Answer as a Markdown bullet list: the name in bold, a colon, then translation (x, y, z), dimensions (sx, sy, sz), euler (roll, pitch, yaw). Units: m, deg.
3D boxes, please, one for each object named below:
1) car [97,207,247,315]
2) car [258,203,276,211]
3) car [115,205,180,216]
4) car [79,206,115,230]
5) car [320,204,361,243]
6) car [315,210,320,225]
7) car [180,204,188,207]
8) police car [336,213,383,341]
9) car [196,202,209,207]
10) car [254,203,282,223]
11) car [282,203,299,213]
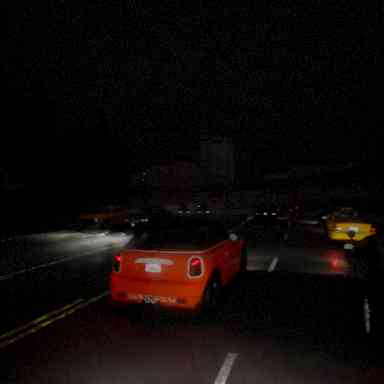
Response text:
- **car**: translation (-0.019, 1.423, 8.088), dimensions (2.097, 1.767, 4.553), euler (-1, -1, 19)
- **car**: translation (12.941, 2.649, 57.671), dimensions (1.895, 1.301, 4.718), euler (0, -3, -2)
- **car**: translation (-2.847, 1.728, 22.449), dimensions (2.128, 1.511, 4.902), euler (-1, 0, 17)
- **car**: translation (-6.055, 1.770, 23.858), dimensions (1.882, 1.535, 5.008), euler (-1, 0, 17)
- **car**: translation (7.338, 1.493, 15.853), dimensions (1.801, 1.575, 5.366), euler (-1, -1, 19)
- **car**: translation (9.223, 1.573, 21.584), dimensions (1.837, 1.490, 4.892), euler (-1, -1, 17)
- **car**: translation (-1.637, 2.991, 63.991), dimensions (1.837, 1.490, 4.892), euler (0, -3, -5)
- **police car**: translation (4.078, 1.425, 6.311), dimensions (1.930, 1.638, 5.238), euler (-1, -1, 19)
- **car**: translation (1.972, 2.732, 62.532), dimensions (2.097, 1.767, 4.553), euler (0, -3, -4)
- **car**: translation (6.104, 1.707, 27.324), dimensions (2.033, 1.411, 5.357), euler (-1, -1, 14)
- **car**: translation (12.427, 2.050, 43.197), dimensions (1.895, 1.301, 4.718), euler (-1, -2, 5)
